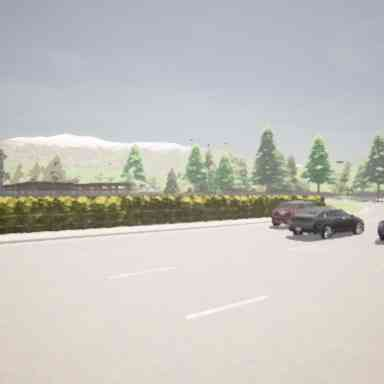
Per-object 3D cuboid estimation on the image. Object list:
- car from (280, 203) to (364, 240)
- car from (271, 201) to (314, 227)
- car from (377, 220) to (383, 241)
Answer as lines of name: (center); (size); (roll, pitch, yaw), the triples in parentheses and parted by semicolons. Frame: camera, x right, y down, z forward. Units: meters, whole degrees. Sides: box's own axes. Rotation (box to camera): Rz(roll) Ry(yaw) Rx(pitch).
car: (7.087, 1.532, 17.403); (4.892, 1.490, 1.837); (0, 0, -35)
car: (7.357, 1.384, 21.894); (4.553, 1.767, 2.097); (0, 0, -35)
car: (10.404, 1.555, 15.483); (4.674, 1.442, 1.812); (0, 0, -36)
